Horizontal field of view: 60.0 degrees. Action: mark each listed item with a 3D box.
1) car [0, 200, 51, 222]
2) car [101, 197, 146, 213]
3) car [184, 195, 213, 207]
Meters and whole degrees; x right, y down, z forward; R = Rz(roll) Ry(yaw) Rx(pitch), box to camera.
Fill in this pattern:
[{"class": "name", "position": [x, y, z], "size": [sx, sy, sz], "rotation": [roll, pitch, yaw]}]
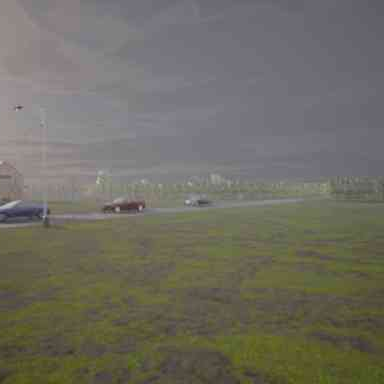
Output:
[{"class": "car", "position": [-13.103, 1.379, 25.208], "size": [1.812, 1.442, 4.674], "rotation": [0, 0, 36]}, {"class": "car", "position": [-6.874, 1.237, 33.611], "size": [1.882, 1.535, 5.008], "rotation": [0, 0, 37]}, {"class": "car", "position": [0.907, 1.136, 44.016], "size": [2.128, 1.511, 4.902], "rotation": [0, 0, 37]}]
